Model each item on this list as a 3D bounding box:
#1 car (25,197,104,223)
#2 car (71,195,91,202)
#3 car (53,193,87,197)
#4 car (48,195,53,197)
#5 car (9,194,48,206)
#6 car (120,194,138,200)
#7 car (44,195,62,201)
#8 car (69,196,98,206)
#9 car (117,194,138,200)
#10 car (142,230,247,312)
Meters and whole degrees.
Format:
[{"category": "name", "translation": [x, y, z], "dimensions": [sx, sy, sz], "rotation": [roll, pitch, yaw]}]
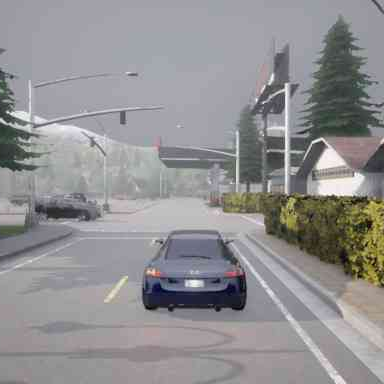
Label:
[{"category": "car", "translation": [-8.648, 1.302, 23.334], "dimensions": [4.902, 1.511, 2.128], "rotation": [0, 0, 8]}, {"category": "car", "translation": [-24.037, 1.320, 72.076], "dimensions": [3.633, 1.501, 1.845], "rotation": [0, 0, -1]}, {"category": "car", "translation": [-16.772, 1.077, 46.383], "dimensions": [3.866, 1.878, 1.905], "rotation": [0, 0, -1]}, {"category": "car", "translation": [-24.021, 1.298, 62.084], "dimensions": [4.514, 1.523, 2.007], "rotation": [0, 0, -1]}, {"category": "car", "translation": [-24.659, 1.097, 49.623], "dimensions": [4.605, 1.855, 1.932], "rotation": [0, 0, -1]}, {"category": "car", "translation": [-16.503, 1.339, 87.104], "dimensions": [4.514, 1.523, 2.007], "rotation": [0, 0, -1]}, {"category": "car", "translation": [-35.099, 1.384, 84.005], "dimensions": [3.806, 1.475, 1.970], "rotation": [0, 0, -1]}, {"category": "car", "translation": [-16.180, 1.361, 49.711], "dimensions": [3.806, 1.475, 1.970], "rotation": [0, 0, -1]}, {"category": "car", "translation": [-16.433, 1.330, 83.967], "dimensions": [5.027, 1.636, 2.152], "rotation": [0, 0, -1]}, {"category": "car", "translation": [0.059, 1.564, 7.798], "dimensions": [1.994, 1.385, 4.181], "rotation": [0, 0, 1]}]
